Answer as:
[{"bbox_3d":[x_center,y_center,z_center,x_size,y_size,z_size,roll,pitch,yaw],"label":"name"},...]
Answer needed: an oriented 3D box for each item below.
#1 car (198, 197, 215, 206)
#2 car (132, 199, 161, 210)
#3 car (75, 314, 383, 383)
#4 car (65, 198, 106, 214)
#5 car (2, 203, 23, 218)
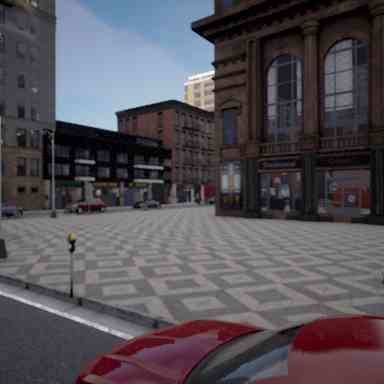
[{"bbox_3d":[3.008,1.669,57.979,2.128,1.511,4.902,0,0,36],"label":"car"},{"bbox_3d":[-6.198,1.685,45.601,1.994,1.385,4.181,0,0,36],"label":"car"},{"bbox_3d":[1.087,1.546,2.072,4.507,1.381,1.887,0,0,35],"label":"car"},{"bbox_3d":[-12.042,1.466,37.651,2.097,1.767,4.553,0,0,36],"label":"car"},{"bbox_3d":[-17.617,1.674,30.067,1.994,1.385,4.181,0,0,36],"label":"car"}]
